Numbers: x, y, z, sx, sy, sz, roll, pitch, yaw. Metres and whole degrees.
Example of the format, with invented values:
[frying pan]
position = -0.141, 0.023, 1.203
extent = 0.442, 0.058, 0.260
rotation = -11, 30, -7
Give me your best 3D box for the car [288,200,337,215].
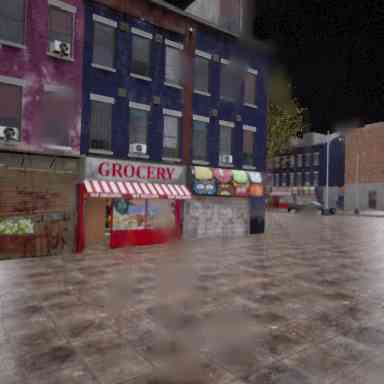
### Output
[car]
position = 12.007, 1.565, 33.480
extent = 1.882, 1.535, 5.008
rotation = 2, -2, -35
